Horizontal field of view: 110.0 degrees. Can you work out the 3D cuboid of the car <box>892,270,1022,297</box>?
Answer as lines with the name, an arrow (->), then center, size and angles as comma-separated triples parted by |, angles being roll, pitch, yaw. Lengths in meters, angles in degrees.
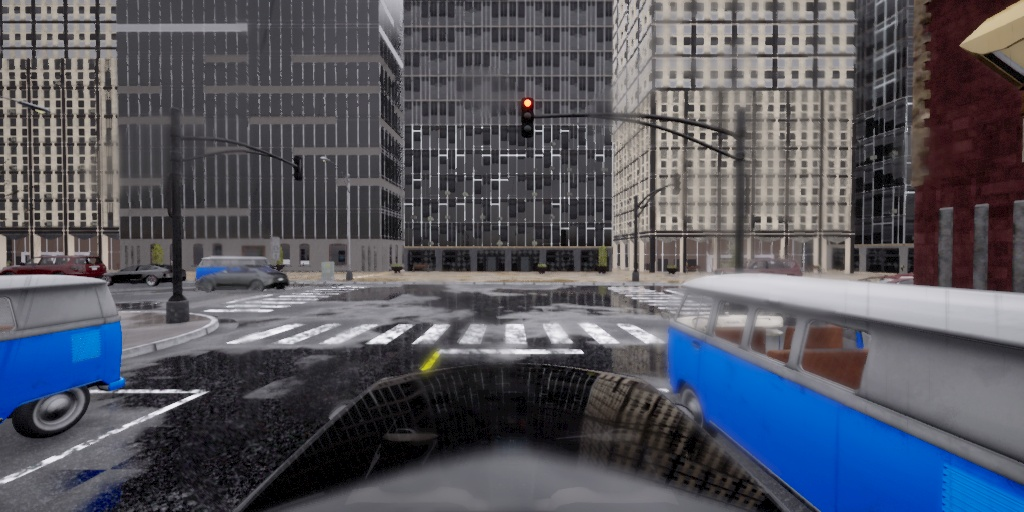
car -> 24.122, 1.459, 19.577 | 4.718, 1.301, 1.895 | 0, 1, 0

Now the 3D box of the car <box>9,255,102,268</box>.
car -> -28.292, 0.873, 22.254 | 5.009, 1.841, 2.192 | 0, 0, 0

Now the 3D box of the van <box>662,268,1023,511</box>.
van -> 2.686, 1.090, 2.795 | 1.690, 1.789, 3.998 | 0, 0, 0

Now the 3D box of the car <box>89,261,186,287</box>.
car -> -22.769, 1.149, 22.246 | 4.313, 1.339, 1.948 | 0, 0, 0

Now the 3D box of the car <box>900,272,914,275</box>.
car -> 15.129, 1.436, 13.811 | 4.507, 1.381, 1.888 | 0, 0, 0

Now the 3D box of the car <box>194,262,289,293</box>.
car -> -14.575, 1.223, 19.562 | 4.181, 1.385, 1.994 | 0, 1, 2

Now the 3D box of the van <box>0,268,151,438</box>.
van -> -5.695, 1.090, 2.786 | 1.690, 1.789, 3.998 | 0, 0, 0

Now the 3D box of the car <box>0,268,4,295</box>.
car -> -27.032, 1.246, 16.452 | 4.718, 1.301, 1.895 | 0, 1, 0

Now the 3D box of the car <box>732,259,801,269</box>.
car -> 15.143, 1.088, 22.190 | 5.009, 1.841, 2.192 | 0, 0, 0

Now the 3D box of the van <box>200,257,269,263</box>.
van -> -17.247, 0.950, 22.237 | 3.998, 1.789, 1.690 | 0, 0, 0
